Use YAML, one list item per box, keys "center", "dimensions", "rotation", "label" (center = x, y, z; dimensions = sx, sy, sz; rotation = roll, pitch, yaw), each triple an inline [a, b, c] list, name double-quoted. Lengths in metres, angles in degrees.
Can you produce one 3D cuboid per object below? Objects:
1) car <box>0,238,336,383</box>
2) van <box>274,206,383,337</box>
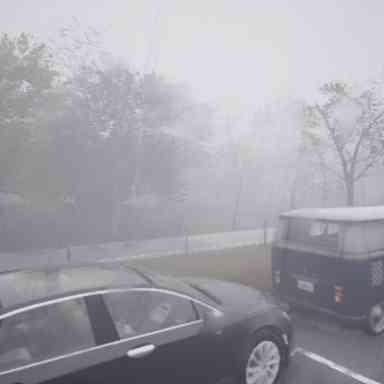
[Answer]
- center: [-0.966, 1.481, 3.365]
  dimensions: [4.892, 1.521, 2.231]
  rotation: [-1, 0, -37]
  label: "car"
- center: [3.687, 1.277, 6.632]
  dimensions: [4.442, 1.987, 1.878]
  rotation: [0, 0, -33]
  label: "van"
